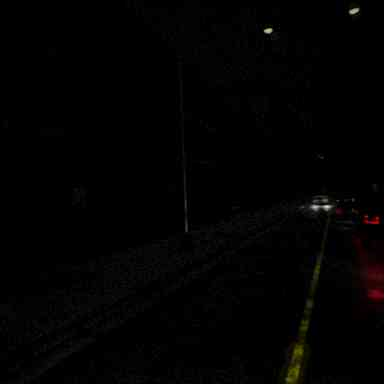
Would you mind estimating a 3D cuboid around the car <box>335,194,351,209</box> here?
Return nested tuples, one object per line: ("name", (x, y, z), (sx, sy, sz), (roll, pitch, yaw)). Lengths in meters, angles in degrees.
("car", (17.816, 0.972, 38.697), (2.097, 1.767, 4.553), (-2, -1, 24))

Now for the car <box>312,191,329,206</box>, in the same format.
("car", (19.134, 0.882, 49.384), (2.150, 2.045, 5.566), (-2, -1, 23))

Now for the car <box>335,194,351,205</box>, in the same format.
("car", (22.666, 1.095, 49.969), (1.994, 1.385, 4.181), (-2, -1, 23))

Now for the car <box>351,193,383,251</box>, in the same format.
("car", (7.627, 1.029, 12.918), (2.150, 2.045, 5.566), (-2, 0, 23))
